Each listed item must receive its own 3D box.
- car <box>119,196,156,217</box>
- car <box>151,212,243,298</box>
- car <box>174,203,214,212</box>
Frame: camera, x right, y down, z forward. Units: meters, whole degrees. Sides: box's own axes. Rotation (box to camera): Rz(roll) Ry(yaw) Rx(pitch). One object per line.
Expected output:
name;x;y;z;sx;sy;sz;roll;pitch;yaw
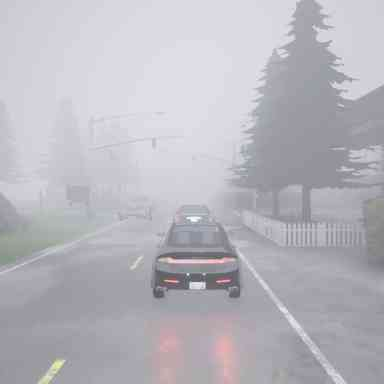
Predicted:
car;-3.508;0.970;22.133;2.097;1.767;4.553;0;0;0
car;0.097;1.491;8.477;2.128;1.511;4.902;0;0;0
car;0.094;1.352;17.631;2.097;1.767;4.553;0;0;0
